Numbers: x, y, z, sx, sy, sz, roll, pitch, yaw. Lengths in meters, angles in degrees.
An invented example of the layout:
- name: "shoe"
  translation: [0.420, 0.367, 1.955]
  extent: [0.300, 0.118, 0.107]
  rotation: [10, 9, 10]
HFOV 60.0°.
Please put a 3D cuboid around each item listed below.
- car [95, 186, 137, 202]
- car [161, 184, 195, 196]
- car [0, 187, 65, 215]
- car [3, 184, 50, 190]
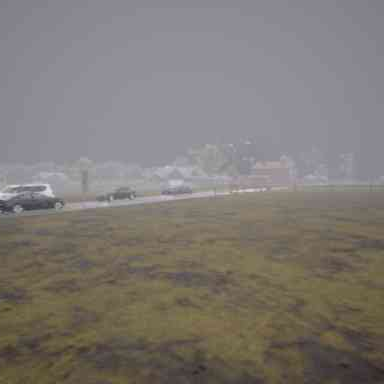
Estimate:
- name: "car"
  translation: [-7.969, 0.188, 35.197]
  extent: [1.837, 1.490, 4.892]
  rotation: [1, 3, 36]
- name: "car"
  translation: [-1.709, -0.285, 43.785]
  extent: [2.033, 1.411, 5.357]
  rotation: [1, 3, 36]
- name: "car"
  translation: [-11.981, 0.730, 24.783]
  extent: [1.882, 1.535, 5.008]
  rotation: [1, 3, 36]
- name: "car"
  translation: [-14.000, 0.410, 26.910]
  extent: [2.150, 2.045, 5.566]
  rotation: [1, 3, 36]
